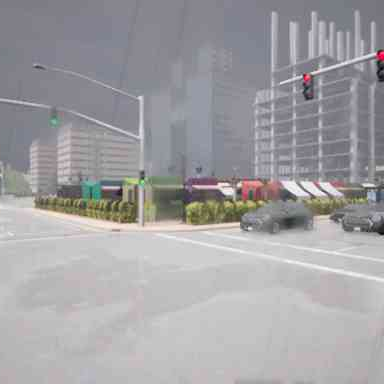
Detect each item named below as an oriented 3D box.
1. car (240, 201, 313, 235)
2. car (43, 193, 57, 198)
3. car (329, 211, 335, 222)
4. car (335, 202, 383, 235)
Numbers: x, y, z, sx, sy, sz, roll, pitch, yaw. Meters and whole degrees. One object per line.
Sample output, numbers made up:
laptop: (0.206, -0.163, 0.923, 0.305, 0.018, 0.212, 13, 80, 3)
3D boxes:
car: (4.843, 1.344, 18.864, 4.553, 1.767, 2.097, 0, 0, -37)
car: (-29.284, 1.086, 71.908, 3.866, 1.878, 1.905, 0, 0, -38)
car: (12.355, 1.542, 24.627, 5.357, 1.411, 2.033, 0, 0, -38)
car: (10.395, 1.349, 18.709, 4.553, 1.767, 2.097, 0, 0, -38)
